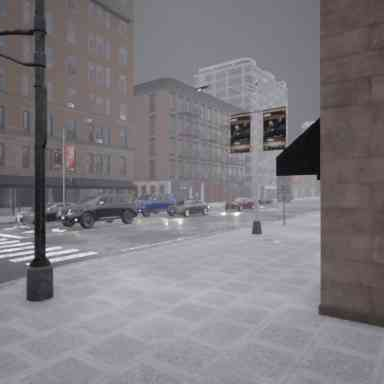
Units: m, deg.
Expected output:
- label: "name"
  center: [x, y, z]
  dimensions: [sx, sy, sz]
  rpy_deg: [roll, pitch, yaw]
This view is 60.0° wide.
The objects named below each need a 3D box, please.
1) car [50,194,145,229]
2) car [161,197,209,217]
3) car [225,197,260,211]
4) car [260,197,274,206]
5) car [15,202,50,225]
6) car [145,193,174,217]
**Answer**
- label: "car"
  center: [-6.014, 1.160, 21.868]
  dimensions: [2.150, 2.045, 5.566]
  rpy_deg: [0, 0, 35]
- label: "car"
  center: [-0.280, 1.402, 29.962]
  dimensions: [1.837, 1.490, 4.892]
  rpy_deg: [0, 0, 35]
- label: "car"
  center: [5.565, 1.331, 38.191]
  dimensions: [1.882, 1.535, 5.008]
  rpy_deg: [0, 0, 35]
- label: "car"
  center: [10.893, 1.402, 51.182]
  dimensions: [1.895, 1.301, 4.718]
  rpy_deg: [0, 0, 35]
- label: "car"
  center: [-9.398, 1.441, 22.714]
  dimensions: [2.128, 1.511, 4.902]
  rpy_deg: [0, 0, 35]
- label: "car"
  center: [-3.702, 1.130, 30.750]
  dimensions: [2.150, 2.045, 5.566]
  rpy_deg: [0, 0, 35]
